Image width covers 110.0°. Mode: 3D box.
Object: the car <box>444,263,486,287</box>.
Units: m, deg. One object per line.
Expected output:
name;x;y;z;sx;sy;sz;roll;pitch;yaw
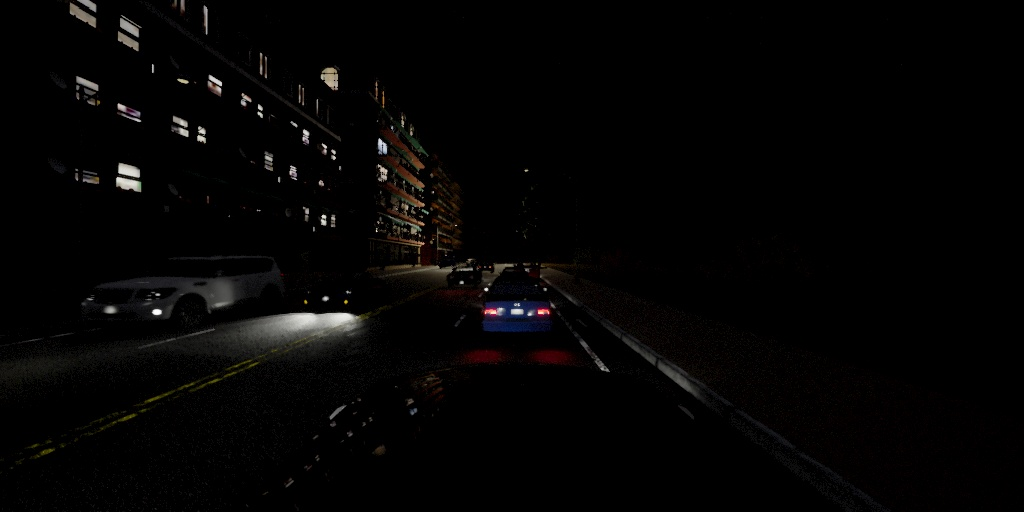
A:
car;-3.122;1.354;24.602;1.895;1.301;4.718;0;0;0

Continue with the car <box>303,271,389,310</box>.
car;-6.585;1.316;14.663;1.994;1.385;4.181;0;0;0

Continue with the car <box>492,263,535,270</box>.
car;0.118;1.317;20.898;1.994;1.385;4.181;0;0;1

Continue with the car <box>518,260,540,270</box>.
car;1.173;1.104;29.833;2.097;1.767;4.553;0;0;0

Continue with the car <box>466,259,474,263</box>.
car;-6.511;1.243;58.149;2.128;1.511;4.902;0;0;0

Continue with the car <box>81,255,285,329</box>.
car;-9.838;0.973;11.547;2.150;2.045;5.566;0;0;0

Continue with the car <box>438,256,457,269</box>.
car;-9.770;0.972;55.160;2.150;2.045;5.566;0;0;0

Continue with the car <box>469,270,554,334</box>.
car;0.112;1.299;10.565;2.033;1.411;5.357;0;0;0

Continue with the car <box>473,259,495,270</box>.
car;-3.094;1.300;43.563;2.033;1.411;5.357;0;0;0
